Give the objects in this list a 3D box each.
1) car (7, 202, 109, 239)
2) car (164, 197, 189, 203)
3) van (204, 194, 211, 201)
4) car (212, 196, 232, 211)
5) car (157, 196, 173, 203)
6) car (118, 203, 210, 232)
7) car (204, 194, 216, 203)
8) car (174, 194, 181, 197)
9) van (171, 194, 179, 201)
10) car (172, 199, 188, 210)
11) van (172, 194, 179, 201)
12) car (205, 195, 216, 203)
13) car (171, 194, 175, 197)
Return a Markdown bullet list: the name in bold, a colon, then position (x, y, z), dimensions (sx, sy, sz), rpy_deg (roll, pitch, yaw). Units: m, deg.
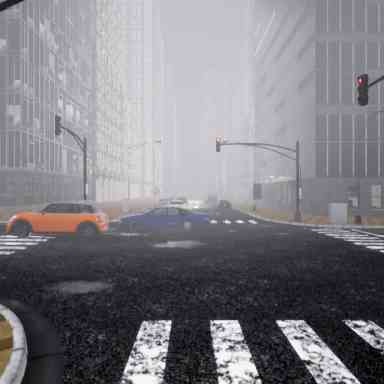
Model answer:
- **car**: position (-6.491, 1.267, 16.371), dimensions (4.553, 1.767, 2.097), rpy_deg (2, 0, -2)
- **car**: position (-1.491, 1.543, 33.049), dimensions (1.812, 1.442, 4.674), rpy_deg (0, 0, 0)
- **van**: position (3.727, 1.321, 80.503), dimensions (1.690, 1.788, 3.998), rpy_deg (0, 0, 0)
- **car**: position (3.934, 1.579, 41.811), dimensions (1.947, 1.339, 4.313), rpy_deg (0, 0, 0)
- **car**: position (-4.018, 1.593, 47.305), dimensions (1.802, 1.307, 4.206), rpy_deg (0, 0, 0)
- **car**: position (-1.612, 1.569, 19.849), dimensions (5.357, 1.411, 2.033), rpy_deg (0, 0, -3)
- **car**: position (3.795, 1.313, 63.920), dimensions (2.192, 1.841, 5.009), rpy_deg (0, 0, 0)
- **car**: position (-1.565, 1.510, 53.240), dimensions (1.837, 1.490, 4.892), rpy_deg (0, 1, 0)
- **van**: position (-4.153, 1.321, 80.471), dimensions (1.690, 1.788, 3.998), rpy_deg (0, 0, 0)
- **car**: position (-1.531, 1.614, 43.149), dimensions (1.895, 1.301, 4.718), rpy_deg (0, 0, 0)
- **van**: position (-4.175, 1.315, 85.998), dimensions (1.690, 1.788, 3.998), rpy_deg (0, 0, 0)
- **car**: position (3.772, 1.432, 69.448), dimensions (1.967, 1.590, 4.097), rpy_deg (0, 0, 0)
- **car**: position (-4.085, 1.564, 63.888), dimensions (1.947, 1.339, 4.313), rpy_deg (0, 0, 0)
